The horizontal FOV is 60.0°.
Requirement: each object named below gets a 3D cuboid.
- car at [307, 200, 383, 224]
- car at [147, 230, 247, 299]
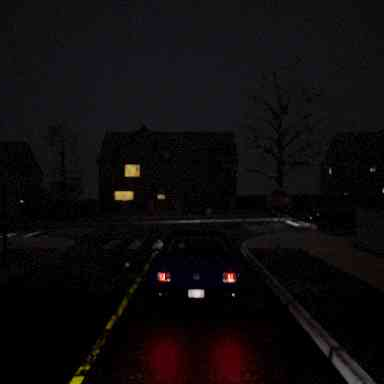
[{"bbox_3d":[10.381,1.236,21.629,5.357,1.411,2.033,-1,1,0],"label":"car"},{"bbox_3d":[0.151,1.601,8.394,1.895,1.301,4.718,0,0,2],"label":"car"}]
